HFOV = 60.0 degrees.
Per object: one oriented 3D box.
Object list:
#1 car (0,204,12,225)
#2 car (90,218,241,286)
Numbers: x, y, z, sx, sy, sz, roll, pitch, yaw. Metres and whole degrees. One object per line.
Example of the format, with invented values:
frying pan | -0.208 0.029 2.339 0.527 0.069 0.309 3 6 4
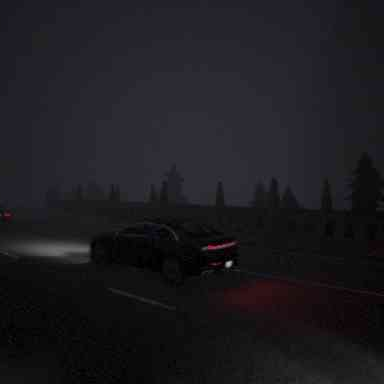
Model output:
car | -13.685 1.479 22.694 2.033 1.411 5.357 0 0 -37
car | -0.972 1.488 9.475 4.902 1.511 2.128 0 0 40
